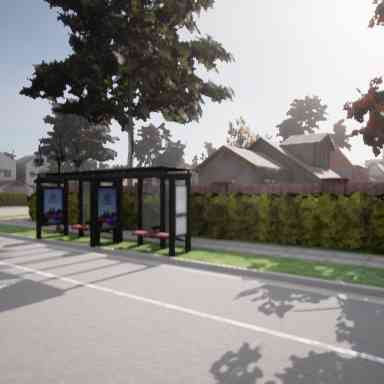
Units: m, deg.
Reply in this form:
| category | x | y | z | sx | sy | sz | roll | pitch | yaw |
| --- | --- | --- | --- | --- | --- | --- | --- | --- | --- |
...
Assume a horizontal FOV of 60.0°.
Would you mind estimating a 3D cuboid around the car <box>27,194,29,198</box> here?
| category | x | y | z | sx | sy | sz | roll | pitch | yaw |
| --- | --- | --- | --- | --- | --- | --- | --- | --- | --- |
| car | -28.564 | 1.126 | 56.701 | 3.806 | 1.475 | 1.970 | 0 | 0 | 36 |
